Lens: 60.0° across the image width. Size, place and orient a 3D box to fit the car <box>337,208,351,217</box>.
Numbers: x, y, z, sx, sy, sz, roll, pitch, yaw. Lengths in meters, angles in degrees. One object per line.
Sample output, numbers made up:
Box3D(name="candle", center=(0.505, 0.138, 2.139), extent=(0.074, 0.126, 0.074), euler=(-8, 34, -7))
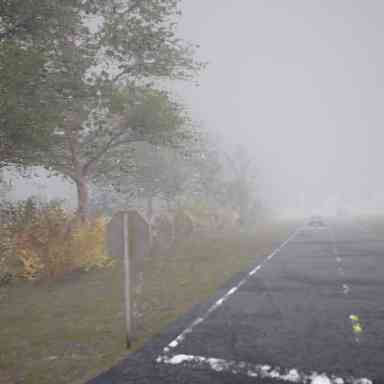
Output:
Box3D(name="car", center=(35.139, 4.730, 77.674), extent=(2.150, 2.045, 5.566), euler=(-4, -4, 29))

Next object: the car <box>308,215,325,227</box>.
Box3D(name="car", center=(15.781, 3.592, 42.113), extent=(2.033, 1.411, 5.357), euler=(-4, -4, 22))
